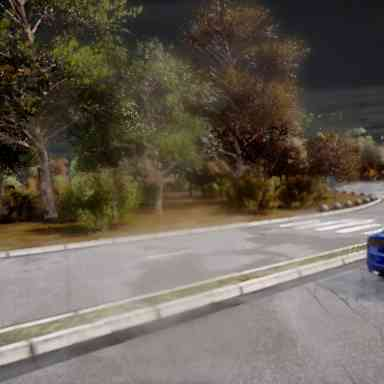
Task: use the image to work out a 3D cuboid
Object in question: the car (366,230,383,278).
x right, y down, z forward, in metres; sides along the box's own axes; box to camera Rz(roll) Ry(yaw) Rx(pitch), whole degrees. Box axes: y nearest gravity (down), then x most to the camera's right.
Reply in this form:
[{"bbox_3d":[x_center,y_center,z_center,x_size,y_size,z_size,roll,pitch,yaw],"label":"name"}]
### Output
[{"bbox_3d":[6.161,1.198,7.988,5.008,1.535,1.882,-2,1,-35],"label":"car"}]
